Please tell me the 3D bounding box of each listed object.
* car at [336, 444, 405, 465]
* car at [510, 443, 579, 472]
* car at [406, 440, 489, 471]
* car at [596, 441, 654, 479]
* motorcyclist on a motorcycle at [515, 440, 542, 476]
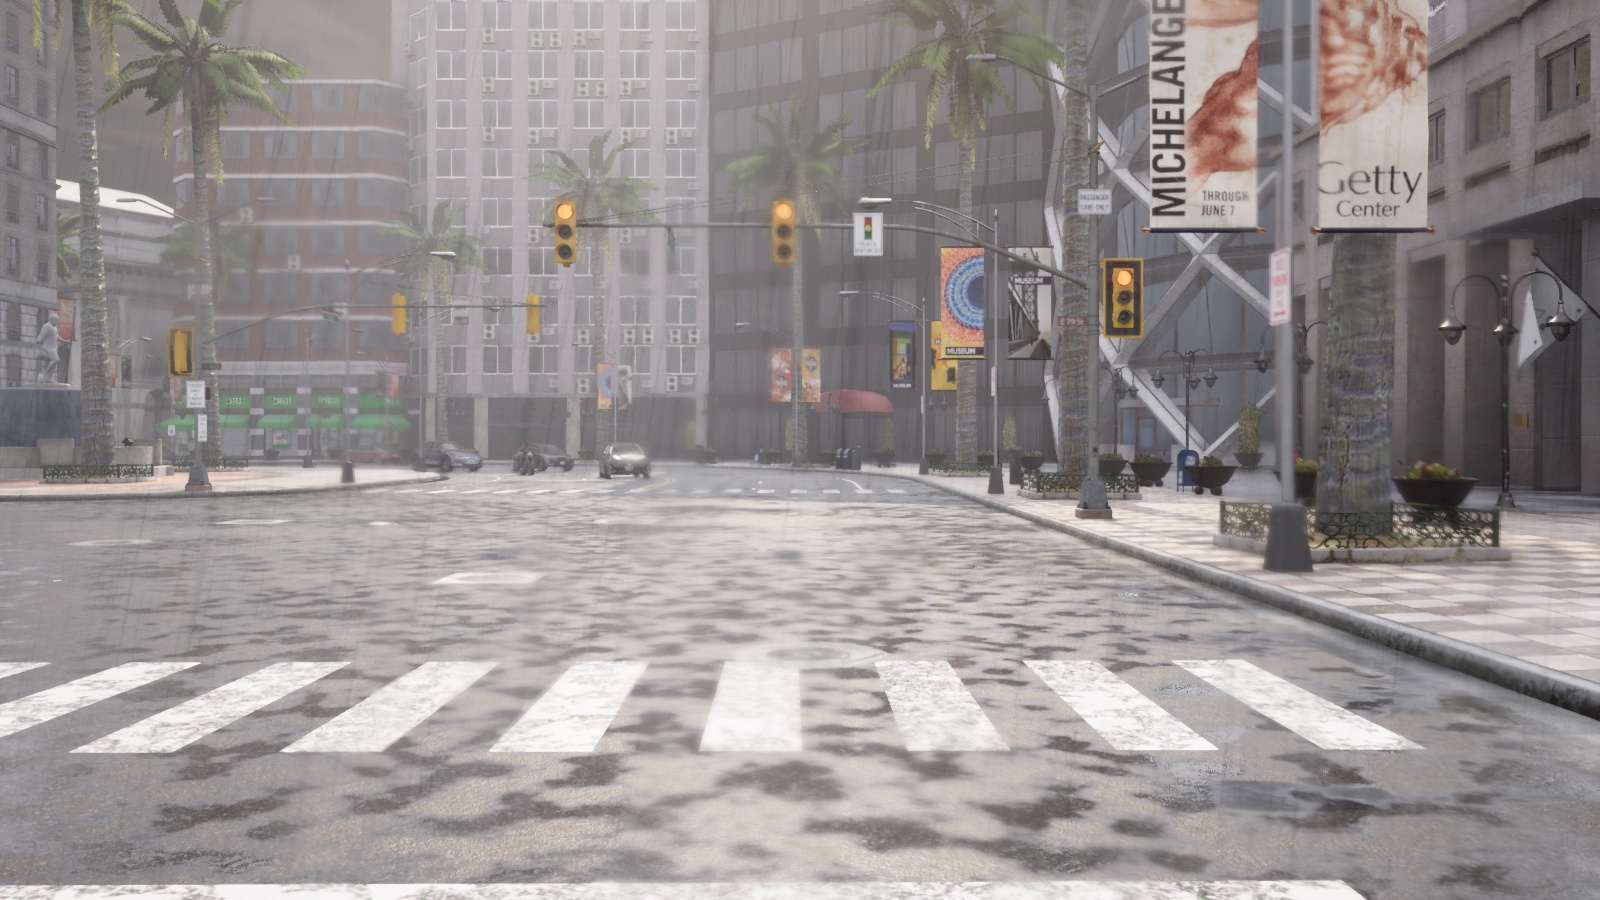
[{"bbox_3d":[-29.505,0.300,86.291,4.181,1.385,1.994,0,0,21],"label":"car"},{"bbox_3d":[-13.625,0.372,66.845,1.816,1.474,4.193,0,0,-40],"label":"car"},{"bbox_3d":[-19.029,0.279,67.707,4.856,1.649,2.033,0,0,43],"label":"car"},{"bbox_3d":[-7.470,0.386,53.360,2.007,1.525,4.514,0,0,-14],"label":"car"},{"bbox_3d":[-12.585,0.359,58.152,0.766,1.649,2.350,-1,1,-24],"label":"motorcyclist on a motorcycle"}]
